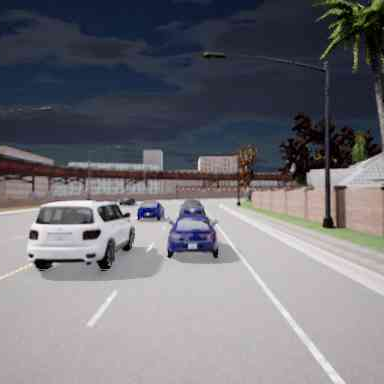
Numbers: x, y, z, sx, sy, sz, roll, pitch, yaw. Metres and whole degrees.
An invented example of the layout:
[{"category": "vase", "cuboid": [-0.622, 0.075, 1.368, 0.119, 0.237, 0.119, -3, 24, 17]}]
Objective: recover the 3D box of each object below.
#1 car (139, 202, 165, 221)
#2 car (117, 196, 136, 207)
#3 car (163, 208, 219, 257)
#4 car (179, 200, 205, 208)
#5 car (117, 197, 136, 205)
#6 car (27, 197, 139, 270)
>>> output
[{"category": "car", "cuboid": [-3.456, 1.567, 28.658, 1.882, 1.535, 5.008, 0, 0, 1]}, {"category": "car", "cuboid": [-10.460, 1.553, 53.599, 1.882, 1.535, 5.008, 0, 0, 2]}, {"category": "car", "cuboid": [0.043, 1.605, 13.190, 1.812, 1.442, 4.674, 0, 0, 1]}, {"category": "car", "cuboid": [0.033, 1.436, 27.433, 2.097, 1.767, 4.553, 0, 0, 1]}, {"category": "car", "cuboid": [-12.651, 1.687, 64.190, 1.895, 1.301, 4.718, 0, 0, 12]}, {"category": "car", "cuboid": [-3.476, 1.304, 11.462, 2.150, 2.045, 5.566, 0, 0, 0]}]
